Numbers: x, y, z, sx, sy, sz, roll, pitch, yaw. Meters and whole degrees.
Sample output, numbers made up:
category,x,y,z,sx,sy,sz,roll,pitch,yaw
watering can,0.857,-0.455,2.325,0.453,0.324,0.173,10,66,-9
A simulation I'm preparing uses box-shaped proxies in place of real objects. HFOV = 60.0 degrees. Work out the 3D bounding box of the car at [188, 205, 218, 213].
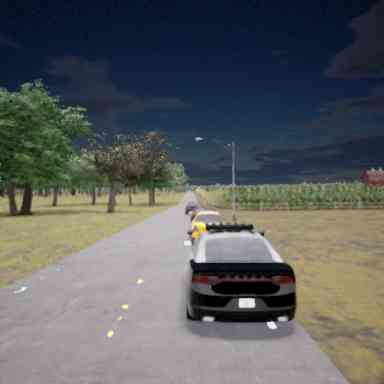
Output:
category,x,y,z,sx,sy,sz,roll,pitch,yaw
car,0.844,1.699,17.745,1.801,1.575,5.366,0,-1,0

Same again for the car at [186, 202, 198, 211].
category,x,y,z,sx,sy,sz,roll,pitch,yaw
car,0.047,2.573,58.420,2.033,1.411,5.357,0,-1,0

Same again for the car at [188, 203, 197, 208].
category,x,y,z,sx,sy,sz,roll,pitch,yaw
car,0.848,1.817,23.558,1.882,1.535,5.008,0,-1,0

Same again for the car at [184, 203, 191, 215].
category,x,y,z,sx,sy,sz,roll,pitch,yaw
car,0.048,2.256,44.691,1.837,1.490,4.892,0,-1,0

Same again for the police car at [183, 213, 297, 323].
category,x,y,z,sx,sy,sz,roll,pitch,yaw
police car,0.838,1.521,7.663,1.930,1.638,5.238,0,-1,0
